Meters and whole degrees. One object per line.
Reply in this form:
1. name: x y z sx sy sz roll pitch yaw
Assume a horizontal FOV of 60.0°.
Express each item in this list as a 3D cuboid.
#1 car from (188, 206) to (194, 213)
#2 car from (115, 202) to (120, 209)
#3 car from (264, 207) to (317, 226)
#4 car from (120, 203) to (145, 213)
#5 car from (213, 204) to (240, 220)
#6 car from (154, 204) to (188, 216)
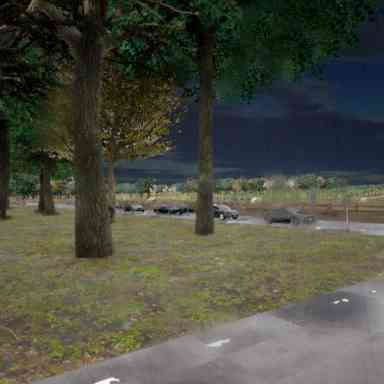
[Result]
1. car: -1.793 2.275 45.374 1.895 1.301 4.718 -1 0 -35
2. car: -15.345 2.641 64.645 1.994 1.385 4.181 -1 -1 -35
3. car: 7.766 1.913 26.658 1.994 1.385 4.181 -1 0 -35
4. car: -8.754 2.427 50.226 1.994 1.385 4.181 -1 0 -35
5. car: 2.738 2.015 33.805 1.837 1.490 4.892 -1 0 -35
6. car: -2.925 2.288 41.874 1.895 1.301 4.718 -1 0 -35
